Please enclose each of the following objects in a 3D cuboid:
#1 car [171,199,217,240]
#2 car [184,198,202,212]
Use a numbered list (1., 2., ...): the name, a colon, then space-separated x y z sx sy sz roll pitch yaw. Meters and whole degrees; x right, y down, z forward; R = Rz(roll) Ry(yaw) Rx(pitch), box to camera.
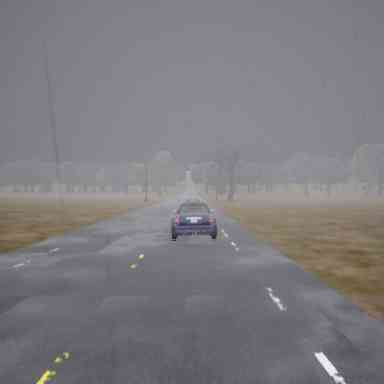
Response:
1. car: 0.087 1.298 16.867 2.097 1.767 4.553 -1 0 0
2. car: 0.104 1.479 38.323 1.994 1.385 4.181 0 0 0
